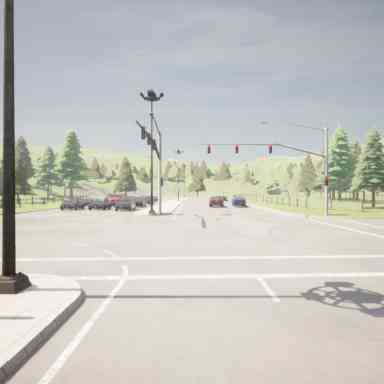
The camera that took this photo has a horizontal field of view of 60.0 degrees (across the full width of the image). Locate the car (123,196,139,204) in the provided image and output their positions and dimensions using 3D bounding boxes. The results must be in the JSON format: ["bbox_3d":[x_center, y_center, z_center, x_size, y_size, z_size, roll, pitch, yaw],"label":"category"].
[{"bbox_3d":[-11.482,1.489,63.280,2.128,1.511,4.902,0,0,1],"label":"car"}]

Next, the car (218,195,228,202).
[{"bbox_3d":[7.168,1.523,77.231,2.128,1.511,4.902,0,0,1],"label":"car"}]

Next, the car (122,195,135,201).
[{"bbox_3d":[-14.828,1.391,77.843,1.895,1.301,4.718,0,0,1],"label":"car"}]

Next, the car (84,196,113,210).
[{"bbox_3d":[-11.526,1.563,41.830,1.994,1.385,4.181,0,0,1],"label":"car"}]

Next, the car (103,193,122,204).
[{"bbox_3d":[-14.980,1.218,62.871,2.150,2.045,5.566,0,0,1],"label":"car"}]

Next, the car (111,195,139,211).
[{"bbox_3d":[-8.043,1.503,40.336,1.837,1.490,4.892,0,0,0],"label":"car"}]

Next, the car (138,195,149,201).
[{"bbox_3d":[-11.327,1.387,77.831,1.895,1.301,4.718,0,0,1],"label":"car"}]

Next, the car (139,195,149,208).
[{"bbox_3d":[-8.033,1.476,49.547,1.882,1.535,5.008,0,0,0],"label":"car"}]

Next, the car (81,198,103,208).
[{"bbox_3d":[-15.026,1.562,50.359,1.994,1.385,4.181,0,0,1],"label":"car"}]

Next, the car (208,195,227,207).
[{"bbox_3d":[3.650,1.350,51.017,2.097,1.767,4.553,0,0,0],"label":"car"}]

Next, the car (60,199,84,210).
[{"bbox_3d":[-15.035,1.563,41.953,1.994,1.385,4.181,0,0,0],"label":"car"}]

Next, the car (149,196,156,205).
[{"bbox_3d":[-8.004,1.503,59.288,1.837,1.490,4.892,0,0,0],"label":"car"}]

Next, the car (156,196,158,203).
[{"bbox_3d":[-7.922,1.535,70.646,2.033,1.411,5.357,0,0,0],"label":"car"}]

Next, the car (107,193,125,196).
[{"bbox_3d":[-11.524,1.220,51.187,2.150,2.045,5.566,0,0,0],"label":"car"}]

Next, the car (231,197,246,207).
[{"bbox_3d":[7.150,1.476,51.429,1.882,1.535,5.008,0,0,0],"label":"car"}]
